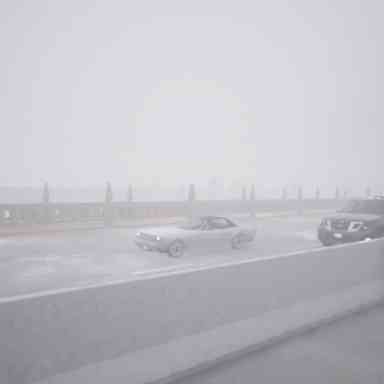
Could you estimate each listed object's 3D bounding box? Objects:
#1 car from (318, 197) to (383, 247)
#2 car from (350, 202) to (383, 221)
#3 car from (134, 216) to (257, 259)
[{"bbox_3d":[7.537,1.222,13.667,5.566,2.045,2.150,0,0,-35],"label":"car"},{"bbox_3d":[15.264,1.566,27.769,4.181,1.385,1.994,0,0,-35],"label":"car"},{"bbox_3d":[0.216,1.602,12.745,4.718,1.301,1.895,0,0,-35],"label":"car"}]
